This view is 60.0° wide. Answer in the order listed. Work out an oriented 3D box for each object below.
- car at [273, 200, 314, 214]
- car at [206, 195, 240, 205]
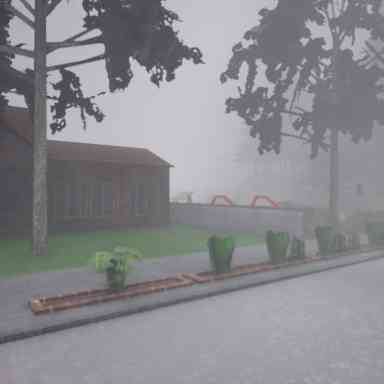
[{"bbox_3d":[10.992,1.692,36.147,1.837,1.490,4.892,0,0,-35],"label":"car"},{"bbox_3d":[4.222,1.410,45.695,2.150,2.045,5.566,0,0,-36],"label":"car"}]
